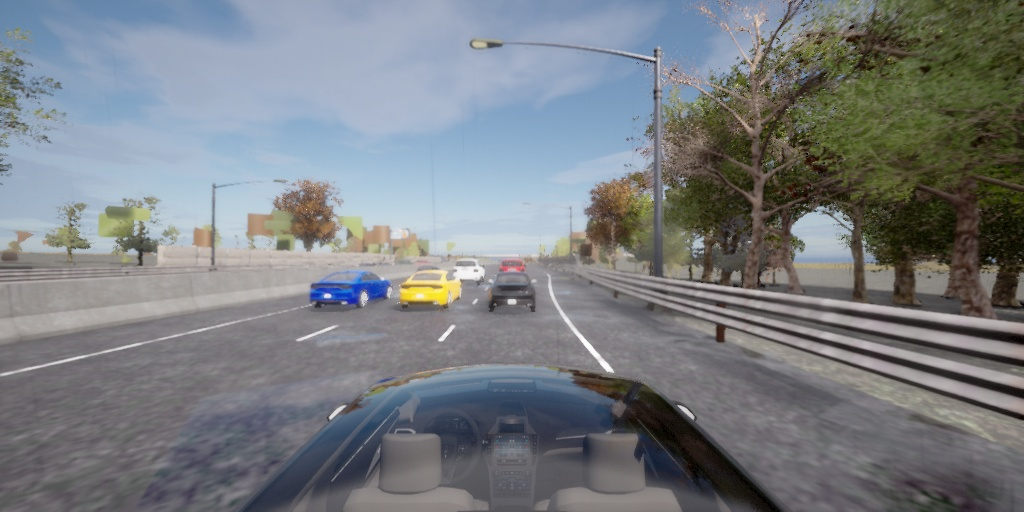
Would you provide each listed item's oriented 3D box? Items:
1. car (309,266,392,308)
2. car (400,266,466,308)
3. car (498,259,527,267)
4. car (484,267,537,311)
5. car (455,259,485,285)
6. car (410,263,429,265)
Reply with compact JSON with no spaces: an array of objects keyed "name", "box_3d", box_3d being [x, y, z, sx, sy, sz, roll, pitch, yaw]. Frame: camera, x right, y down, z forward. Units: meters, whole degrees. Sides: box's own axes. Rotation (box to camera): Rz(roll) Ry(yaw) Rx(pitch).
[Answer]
[{"name":"car","box_3d":[-6.969,1.382,16.069,1.882,1.535,5.008,0,0,1]},{"name":"car","box_3d":[-3.469,1.382,16.068,1.882,1.535,5.008,0,0,1]},{"name":"car","box_3d":[0.012,1.278,29.423,2.150,2.045,5.566,0,0,0]},{"name":"car","box_3d":[0.024,1.403,15.315,1.837,1.490,4.892,0,0,1]},{"name":"car","box_3d":[-3.488,1.278,29.376,2.150,2.045,5.566,0,0,0]},{"name":"car","box_3d":[-6.974,1.571,30.327,1.837,1.490,4.892,0,0,1]}]
